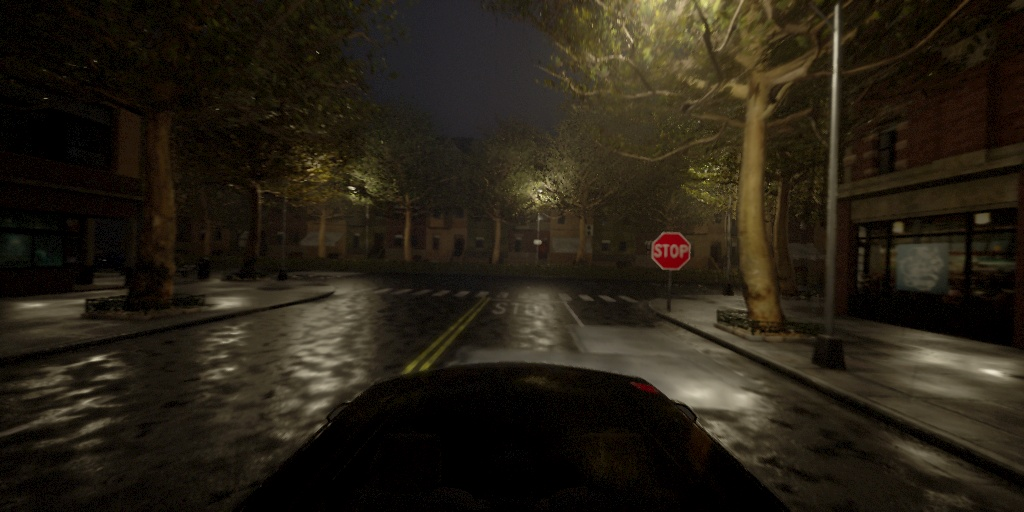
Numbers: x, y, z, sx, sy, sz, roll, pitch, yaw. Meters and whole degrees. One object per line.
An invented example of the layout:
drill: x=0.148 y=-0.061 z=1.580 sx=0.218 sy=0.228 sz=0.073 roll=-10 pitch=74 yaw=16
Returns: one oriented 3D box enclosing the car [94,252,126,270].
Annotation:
car: x=-30.407 y=0.401 z=27.711 sx=4.674 sy=1.442 sz=1.812 roll=2 pitch=0 yaw=4
